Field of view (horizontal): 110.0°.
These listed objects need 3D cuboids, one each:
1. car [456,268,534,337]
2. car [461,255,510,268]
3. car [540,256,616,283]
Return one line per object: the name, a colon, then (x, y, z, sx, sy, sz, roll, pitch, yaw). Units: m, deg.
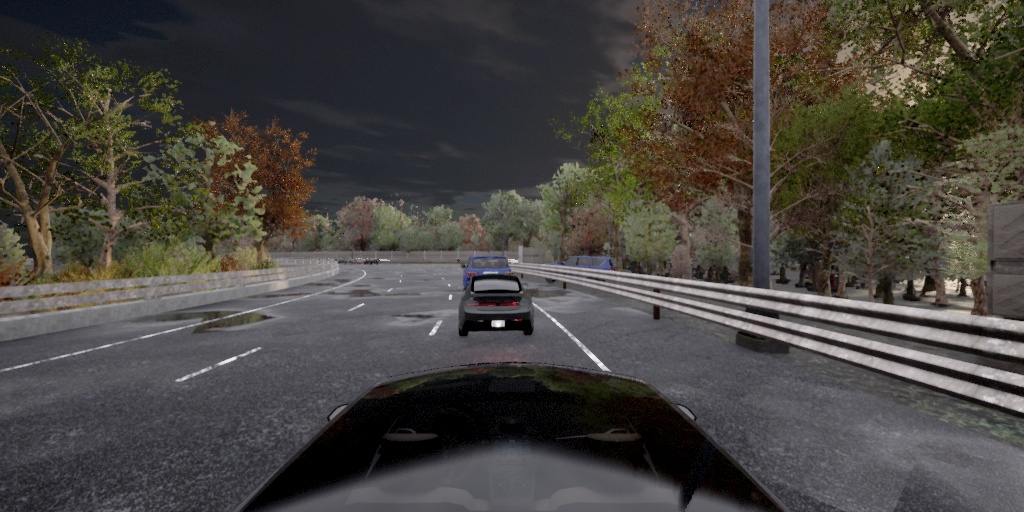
car: (-0.533, 1.252, 10.359, 1.837, 1.490, 4.892, 0, 0, -5)
car: (-1.315, 0.966, 17.846, 2.150, 2.045, 5.566, 0, 0, -9)
car: (4.776, 0.988, 26.216, 5.566, 2.045, 2.150, 3, 1, 18)
